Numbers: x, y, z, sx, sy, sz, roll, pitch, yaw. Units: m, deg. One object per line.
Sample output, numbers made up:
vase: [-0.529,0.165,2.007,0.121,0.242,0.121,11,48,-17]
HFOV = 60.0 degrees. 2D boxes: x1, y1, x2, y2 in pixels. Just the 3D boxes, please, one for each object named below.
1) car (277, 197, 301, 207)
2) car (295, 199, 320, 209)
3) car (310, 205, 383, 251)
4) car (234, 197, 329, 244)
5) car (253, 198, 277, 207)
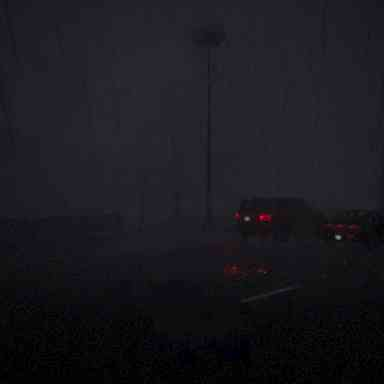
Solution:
car: [15.287,1.557,52.163,1.882,1.535,5.008,0,0,40]
car: [16.951,1.674,48.690,1.895,1.301,4.718,0,0,40]
car: [7.439,1.512,14.243,4.902,1.511,2.128,0,0,-40]
car: [4.485,1.250,16.319,5.566,2.045,2.150,0,0,-40]
car: [11.752,1.685,53.378,1.895,1.301,4.718,0,0,40]
